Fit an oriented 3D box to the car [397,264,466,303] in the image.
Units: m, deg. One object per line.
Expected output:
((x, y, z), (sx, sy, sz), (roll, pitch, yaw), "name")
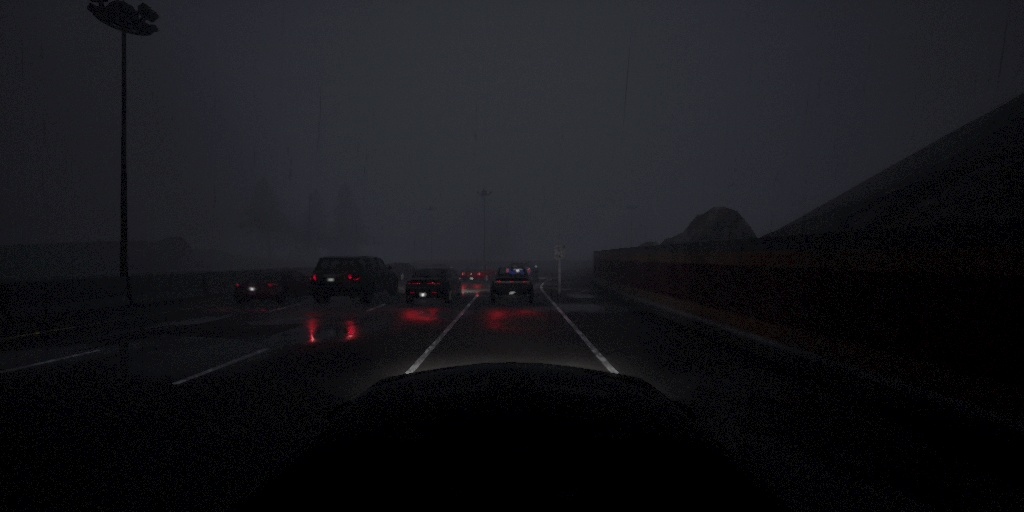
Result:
((-3.500, 1.265, 16.500), (1.837, 1.490, 4.892), (0, 0, 0), "car")

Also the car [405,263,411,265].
((-9.393, 1.265, 30.300), (1.837, 1.490, 4.892), (0, 0, 12), "car")

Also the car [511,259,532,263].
((0.862, 1.115, 28.047), (2.097, 1.767, 4.553), (0, 0, 12), "car")

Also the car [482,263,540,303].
((0.000, 1.244, 16.500), (2.128, 1.511, 4.902), (0, 0, 0), "car")

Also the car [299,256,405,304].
((-7.000, 1.006, 16.530), (2.150, 2.045, 5.566), (0, 0, 0), "car")

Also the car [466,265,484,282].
((-2.546, 1.365, 28.847), (1.895, 1.301, 4.718), (0, 0, 12), "car")

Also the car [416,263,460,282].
((-5.973, 1.321, 29.559), (1.994, 1.385, 4.181), (0, 0, 12), "car")

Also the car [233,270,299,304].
((-10.500, 1.321, 16.500), (1.994, 1.385, 4.181), (0, 0, 0), "car")
